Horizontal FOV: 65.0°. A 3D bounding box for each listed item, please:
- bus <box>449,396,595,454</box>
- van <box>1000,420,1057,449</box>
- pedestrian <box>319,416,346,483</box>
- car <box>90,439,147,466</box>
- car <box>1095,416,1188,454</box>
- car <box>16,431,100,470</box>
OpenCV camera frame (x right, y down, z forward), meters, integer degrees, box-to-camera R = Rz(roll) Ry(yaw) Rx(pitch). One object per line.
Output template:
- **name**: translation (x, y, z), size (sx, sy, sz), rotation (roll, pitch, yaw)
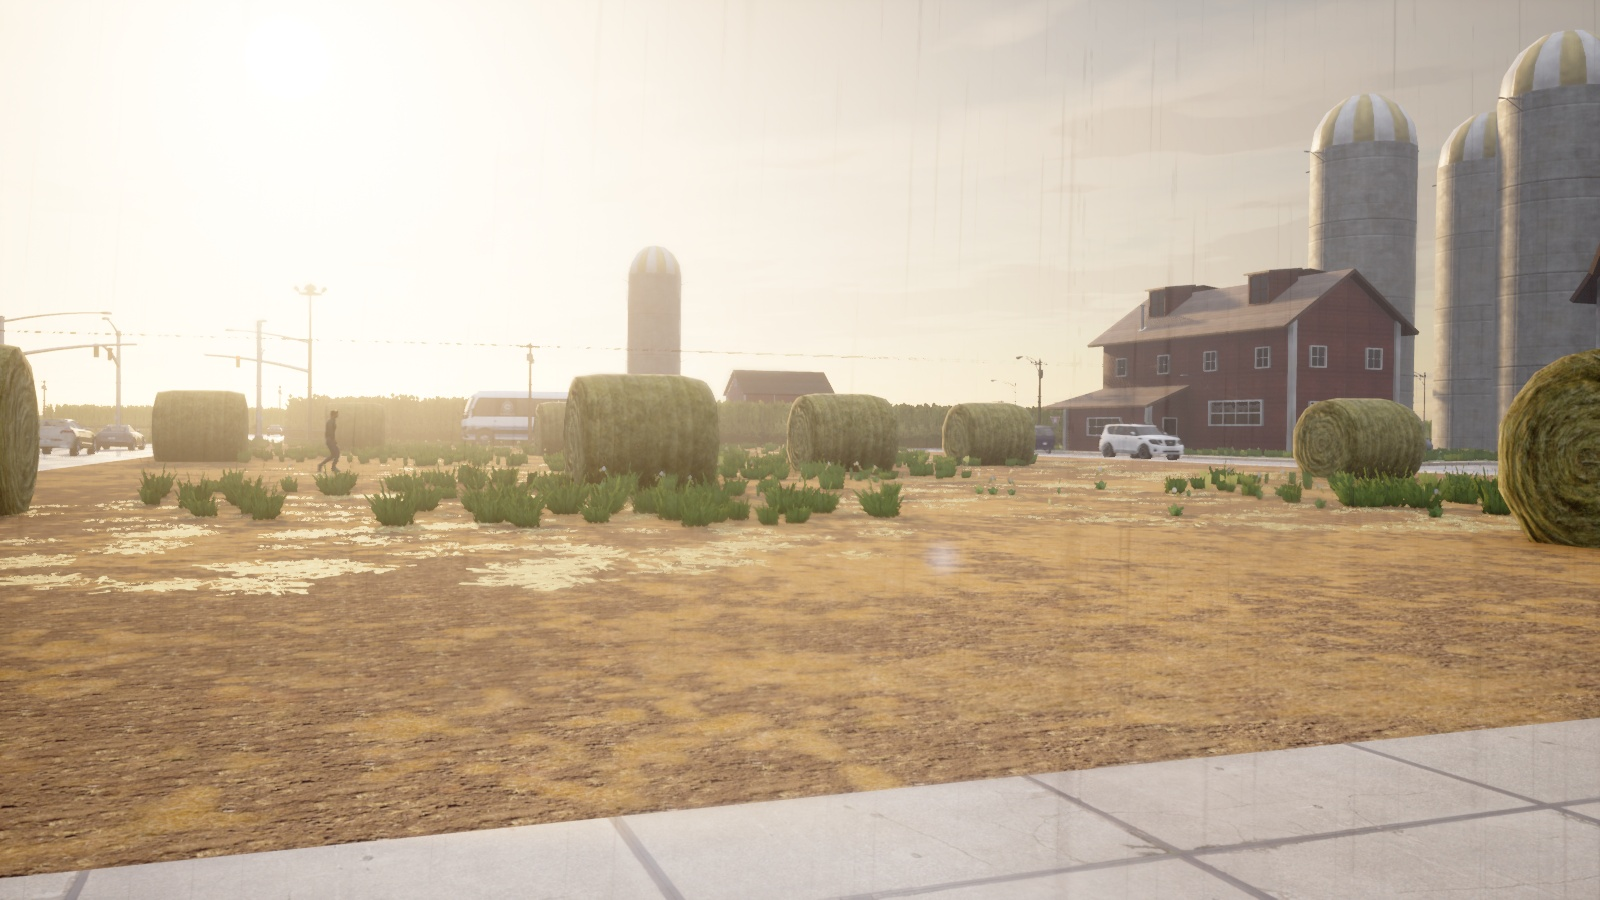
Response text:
- **bus**: translation (-21.128, -1.902, 95.412), size (10.273, 4.253, 3.944), rotation (-1, 1, -21)
- **van**: translation (15.977, -1.080, 87.971), size (1.775, 1.987, 4.442), rotation (-1, 1, -22)
- **pedestrian**: translation (-13.093, -0.023, 35.194), size (0.614, 1.847, 0.353), rotation (-1, 1, -8)
- **car**: translation (-36.959, 0.117, 68.199), size (1.994, 1.385, 4.181), rotation (-1, 1, -18)
- **car**: translation (19.133, -0.866, 70.678), size (2.150, 2.045, 5.566), rotation (-1, 1, -22)
- **car**: translation (-33.020, -0.013, 56.056), size (2.152, 1.651, 5.027), rotation (-1, 1, -18)
